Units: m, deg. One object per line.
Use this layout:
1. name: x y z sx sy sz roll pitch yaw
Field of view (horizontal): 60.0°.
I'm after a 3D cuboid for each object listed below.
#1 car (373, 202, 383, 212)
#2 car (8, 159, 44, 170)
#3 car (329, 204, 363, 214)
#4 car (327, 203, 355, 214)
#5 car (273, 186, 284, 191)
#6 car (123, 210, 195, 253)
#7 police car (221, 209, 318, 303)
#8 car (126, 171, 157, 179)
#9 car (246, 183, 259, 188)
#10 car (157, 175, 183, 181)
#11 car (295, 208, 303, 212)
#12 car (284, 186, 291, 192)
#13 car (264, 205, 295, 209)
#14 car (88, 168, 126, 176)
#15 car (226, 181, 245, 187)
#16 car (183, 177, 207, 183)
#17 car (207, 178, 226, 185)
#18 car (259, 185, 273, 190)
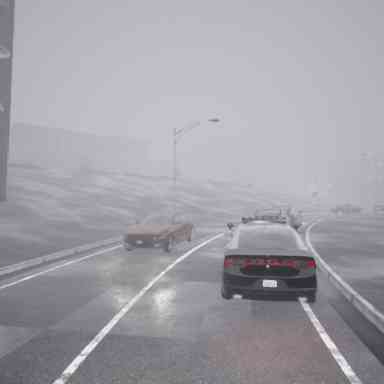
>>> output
1. car: 28.558 2.274 49.318 4.674 1.442 1.812 1 -4 -38
2. car: -21.474 -3.264 42.560 4.553 1.767 2.185 3 -5 -39
3. car: 19.699 2.147 42.053 4.718 1.301 1.895 1 -4 -40
4. car: 21.820 2.408 48.600 4.181 1.385 1.994 1 -4 -38
5. car: 19.345 -0.645 79.792 2.185 1.767 4.553 -4 -6 42
6. car: -1.277 1.621 14.730 1.882 1.535 5.008 -1 -1 16
7. police car: 1.839 1.452 8.516 1.930 1.638 5.238 -1 0 10
8. car: -8.688 -2.483 52.899 4.892 1.521 2.231 3 -5 -39
9. car: 11.798 -1.086 71.722 2.002 1.452 4.674 -4 -6 45
10. car: -4.448 -2.190 56.466 4.674 1.452 2.002 3 -5 -40
11. car: 6.401 1.680 22.942 1.837 1.490 4.892 -2 -1 25
12. car: 23.054 -0.423 83.998 2.435 2.045 5.566 -4 -6 41
13. car: 4.229 1.613 17.642 1.837 1.490 4.892 -1 -1 19
14. car: -12.972 -2.711 49.425 4.892 1.521 2.231 3 -5 -39
15. car: 7.900 -1.378 67.825 4.792 1.488 2.163 4 -6 -44
16. car: -0.287 -1.965 60.129 5.008 1.535 2.097 4 -5 -41
17. car: 3.778 -1.820 63.869 4.553 1.767 2.185 4 -6 -42
18. car: 15.544 -0.840 75.634 2.231 1.521 4.892 -4 -6 44
